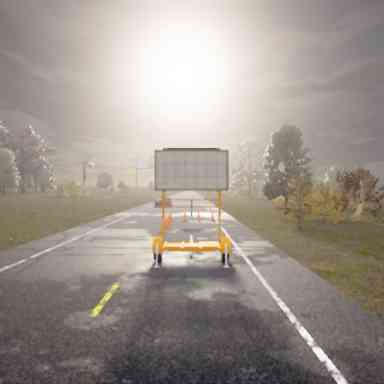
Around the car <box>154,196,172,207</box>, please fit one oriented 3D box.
[{"bbox_3d":[-3.655,1.169,42.336,1.994,1.385,4.181,0,0,0],"label":"car"}]

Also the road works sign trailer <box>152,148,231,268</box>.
[{"bbox_3d":[-0.016,0.358,10.888,2.380,3.560,2.880,0,1,0],"label":"road works sign trailer"}]
